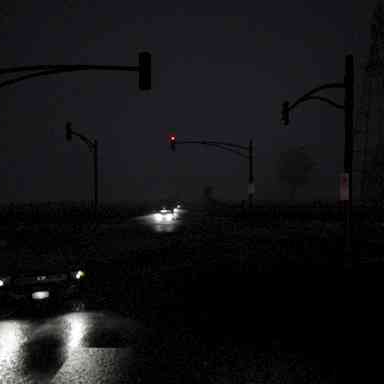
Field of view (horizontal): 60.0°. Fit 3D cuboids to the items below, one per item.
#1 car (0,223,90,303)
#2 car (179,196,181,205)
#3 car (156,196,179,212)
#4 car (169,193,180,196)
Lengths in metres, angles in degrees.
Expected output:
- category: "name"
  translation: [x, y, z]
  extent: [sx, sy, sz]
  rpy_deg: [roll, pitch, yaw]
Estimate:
- category: "car"
  translation: [-3.856, 1.540, 8.677]
  extent: [2.033, 1.411, 5.357]
  rpy_deg: [0, 0, -23]
- category: "car"
  translation: [-3.024, 1.595, 47.506]
  extent: [1.895, 1.301, 4.718]
  rpy_deg: [0, 0, 0]
- category: "car"
  translation: [-2.970, 1.485, 37.690]
  extent: [2.128, 1.511, 4.902]
  rpy_deg: [0, 0, -1]
- category: "car"
  translation: [-3.074, 1.217, 57.857]
  extent: [2.150, 2.045, 5.566]
  rpy_deg: [0, 0, 0]
